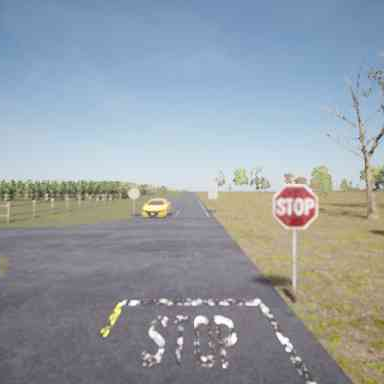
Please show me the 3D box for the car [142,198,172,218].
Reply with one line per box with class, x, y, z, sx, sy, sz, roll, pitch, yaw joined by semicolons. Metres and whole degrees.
car;-2.817;1.294;27.499;1.882;1.535;5.008;0;2;3
